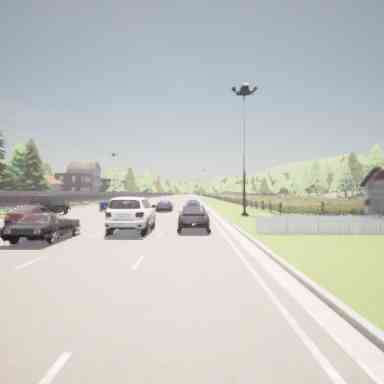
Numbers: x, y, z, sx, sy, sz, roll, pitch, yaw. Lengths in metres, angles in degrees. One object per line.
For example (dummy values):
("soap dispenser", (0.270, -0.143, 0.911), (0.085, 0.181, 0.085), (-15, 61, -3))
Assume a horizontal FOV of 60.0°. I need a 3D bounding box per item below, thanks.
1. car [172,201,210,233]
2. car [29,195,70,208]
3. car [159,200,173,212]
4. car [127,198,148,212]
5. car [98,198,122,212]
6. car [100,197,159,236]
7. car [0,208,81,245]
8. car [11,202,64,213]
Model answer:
("car", (0.107, 1.566, 20.361), (2.128, 1.511, 4.902), (0, 0, 0))
("car", (-13.949, 1.343, 32.568), (2.150, 2.045, 5.566), (0, 0, 1))
("car", (-3.387, 1.715, 41.775), (1.994, 1.385, 4.181), (0, 0, 0))
("car", (-6.887, 1.632, 42.671), (1.882, 1.535, 5.008), (0, 0, 0))
("car", (-10.389, 1.633, 42.674), (1.882, 1.535, 5.008), (0, 0, 0))
("car", (-3.394, 1.292, 19.026), (2.150, 2.045, 5.566), (0, 0, 0))
("car", (-6.894, 1.659, 15.813), (1.895, 1.301, 4.718), (0, 0, 0))
("car", (-10.391, 1.606, 21.814), (1.812, 1.442, 4.674), (0, 0, 0))
